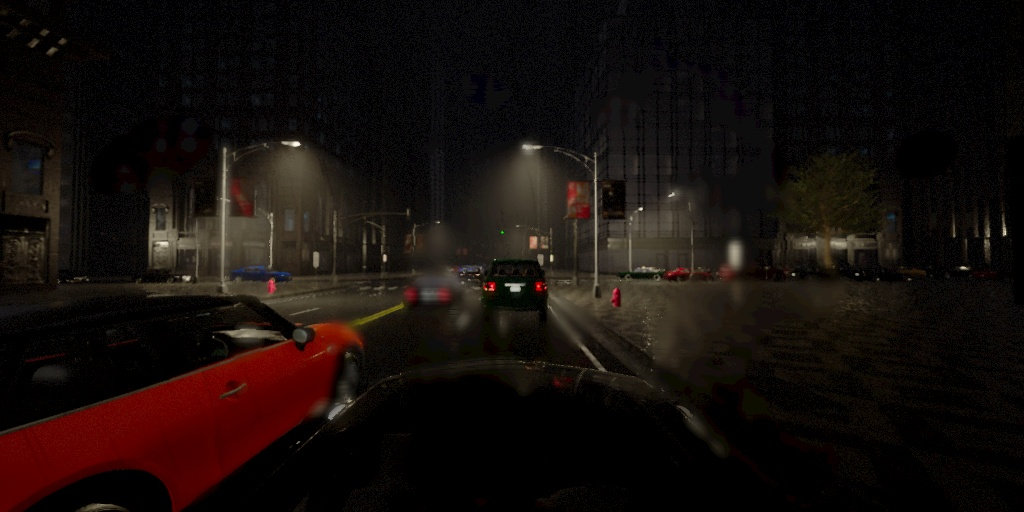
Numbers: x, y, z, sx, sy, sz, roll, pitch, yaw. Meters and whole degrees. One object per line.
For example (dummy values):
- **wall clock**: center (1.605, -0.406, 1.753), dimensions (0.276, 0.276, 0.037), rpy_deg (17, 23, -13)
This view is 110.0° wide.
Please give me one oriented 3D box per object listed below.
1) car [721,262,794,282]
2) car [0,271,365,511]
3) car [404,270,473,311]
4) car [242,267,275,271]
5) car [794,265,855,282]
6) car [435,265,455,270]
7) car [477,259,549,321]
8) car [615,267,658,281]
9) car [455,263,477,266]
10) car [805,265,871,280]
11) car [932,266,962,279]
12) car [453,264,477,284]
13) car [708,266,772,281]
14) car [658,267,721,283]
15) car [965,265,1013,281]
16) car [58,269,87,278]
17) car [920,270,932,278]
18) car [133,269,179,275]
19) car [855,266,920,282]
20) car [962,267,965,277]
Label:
- **car**: center (20.978, 1.420, 31.203), dimensions (5.009, 1.841, 2.192), rpy_deg (0, 0, -1)
- **car**: center (-3.150, 1.122, 3.318), dimensions (2.097, 1.767, 4.553), rpy_deg (0, -1, 0)
- **car**: center (-3.130, 1.499, 15.626), dimensions (2.033, 1.411, 5.357), rpy_deg (0, -1, 0)
- **car**: center (-23.071, 1.807, 33.189), dimensions (5.008, 1.535, 1.882), rpy_deg (0, -1, 0)
- **car**: center (26.615, 1.657, 31.286), dimensions (4.313, 1.339, 1.948), rpy_deg (0, 0, -1)
- **car**: center (-9.798, 2.122, 51.625), dimensions (1.837, 1.490, 4.892), rpy_deg (0, -1, 1)
- **car**: center (0.109, 1.137, 13.413), dimensions (2.150, 2.045, 5.566), rpy_deg (0, -1, 0)
- **car**: center (13.178, 1.873, 36.871), dimensions (4.718, 1.301, 1.895), rpy_deg (0, -1, -1)
- **car**: center (-6.549, 2.095, 51.647), dimensions (1.882, 1.535, 5.008), rpy_deg (0, -1, 0)
- **car**: center (33.730, 1.707, 37.164), dimensions (4.902, 1.511, 2.128), rpy_deg (0, -1, -1)
- **car**: center (49.049, 1.822, 40.141), dimensions (4.313, 1.339, 1.948), rpy_deg (0, 0, -1)
- **car**: center (-3.134, 1.662, 29.270), dimensions (2.128, 1.511, 4.902), rpy_deg (0, -1, 0)
- **car**: center (23.428, 1.789, 37.027), dimensions (5.357, 1.411, 2.033), rpy_deg (0, -1, -1)
- **car**: center (15.339, 1.705, 31.120), dimensions (4.207, 1.307, 1.802), rpy_deg (0, 0, -1)
- **car**: center (43.529, 1.600, 31.537), dimensions (4.507, 1.381, 1.888), rpy_deg (0, 0, -1)
- **car**: center (-42.389, 1.921, 33.224), dimensions (4.892, 1.490, 1.837), rpy_deg (0, -1, 0)
- **car**: center (43.239, 1.790, 40.055), dimensions (4.829, 1.417, 1.751), rpy_deg (0, 0, -1)
- **car**: center (-32.366, 1.897, 33.202), dimensions (4.674, 1.442, 1.812), rpy_deg (0, -1, 0)
- **car**: center (32.252, 1.642, 31.370), dimensions (4.313, 1.339, 1.948), rpy_deg (0, 0, -1)
- **car**: center (46.754, 1.618, 34.169), dimensions (4.892, 1.490, 1.837), rpy_deg (0, -1, -1)
